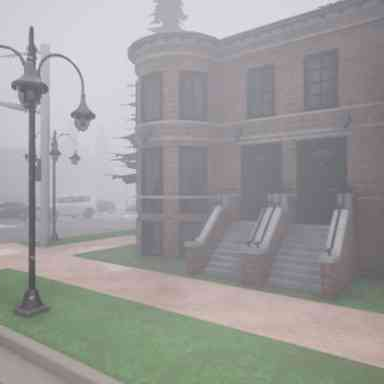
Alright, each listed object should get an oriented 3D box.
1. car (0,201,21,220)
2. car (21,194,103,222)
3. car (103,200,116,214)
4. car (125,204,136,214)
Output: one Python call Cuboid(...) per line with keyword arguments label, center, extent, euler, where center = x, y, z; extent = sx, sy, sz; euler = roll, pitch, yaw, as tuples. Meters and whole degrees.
Cuboid(label="car", center=(-15.086, 1.510, 25.987), extent=(1.837, 1.490, 4.892), euler=(0, 0, 35))
Cuboid(label="car", center=(-10.253, 1.226, 26.773), extent=(2.150, 2.045, 5.566), euler=(0, 0, 34))
Cuboid(label="car", center=(-9.897, 1.496, 33.723), extent=(2.128, 1.511, 4.902), euler=(0, 0, 32))
Cuboid(label="car", center=(-4.781, 1.552, 35.441), extent=(2.033, 1.411, 5.357), euler=(0, 0, 28))
